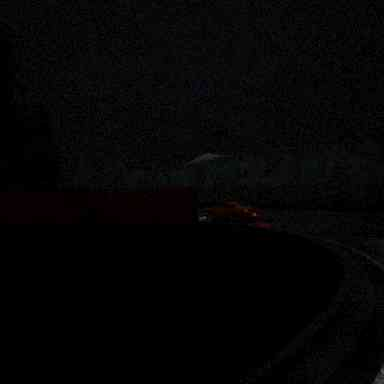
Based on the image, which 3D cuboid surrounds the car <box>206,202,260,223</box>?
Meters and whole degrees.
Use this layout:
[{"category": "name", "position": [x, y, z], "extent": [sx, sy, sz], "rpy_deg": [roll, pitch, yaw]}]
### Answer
[{"category": "car", "position": [3.162, 1.559, 26.961], "extent": [1.882, 1.535, 5.008], "rpy_deg": [0, -1, -39]}]
